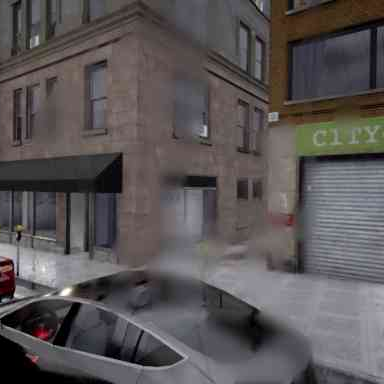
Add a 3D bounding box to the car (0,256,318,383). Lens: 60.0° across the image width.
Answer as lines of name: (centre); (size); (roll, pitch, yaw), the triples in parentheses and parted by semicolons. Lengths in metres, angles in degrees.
car: (-0.898, 1.565, 3.593); (4.313, 1.339, 1.947); (0, 1, 35)
